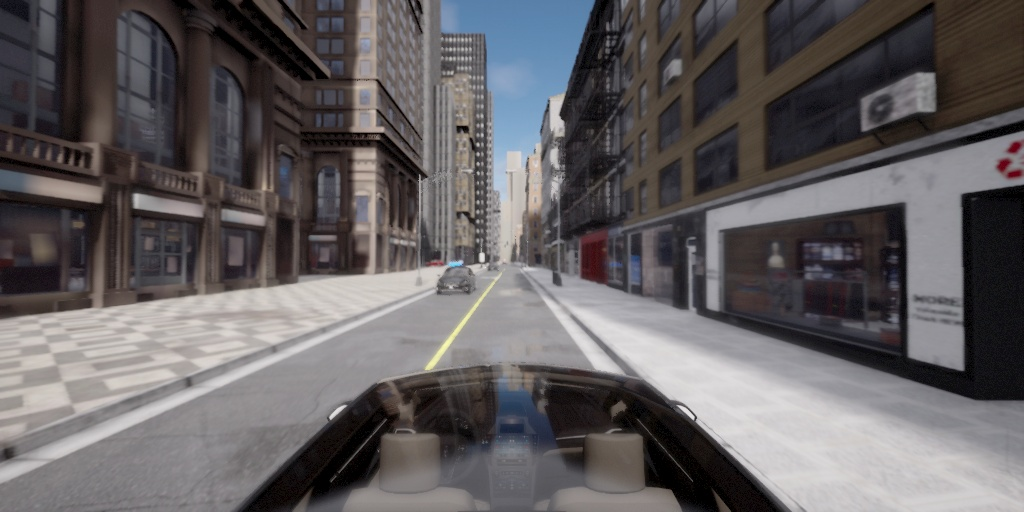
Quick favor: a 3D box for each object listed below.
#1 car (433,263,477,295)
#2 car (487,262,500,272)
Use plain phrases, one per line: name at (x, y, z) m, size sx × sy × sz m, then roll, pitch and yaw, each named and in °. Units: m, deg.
car at (-3.091, 1.370, 20.687) m, size 1.837 × 1.490 × 4.892 m, roll 0°, pitch 0°, yaw 0°
car at (-3.033, 1.772, 58.844) m, size 1.837 × 1.490 × 4.892 m, roll 0°, pitch -1°, yaw 1°
